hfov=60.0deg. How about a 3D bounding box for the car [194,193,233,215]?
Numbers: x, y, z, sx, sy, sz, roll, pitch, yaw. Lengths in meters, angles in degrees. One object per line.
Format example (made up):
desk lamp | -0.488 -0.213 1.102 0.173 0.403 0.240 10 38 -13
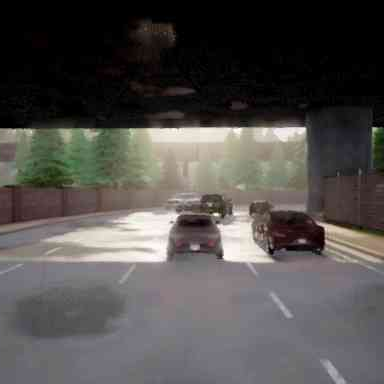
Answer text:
car | 2.224 1.165 29.513 2.150 2.045 5.566 0 0 16

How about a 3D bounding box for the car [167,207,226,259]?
car | 0.111 1.502 12.427 1.812 1.442 4.674 0 0 1

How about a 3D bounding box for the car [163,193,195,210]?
car | -1.192 1.143 40.330 2.150 2.045 5.566 0 0 31

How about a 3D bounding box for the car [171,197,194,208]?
car | -0.087 1.535 34.485 1.895 1.301 4.718 0 0 21

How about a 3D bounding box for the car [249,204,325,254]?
car | 3.634 1.452 13.324 1.882 1.535 5.008 0 0 1

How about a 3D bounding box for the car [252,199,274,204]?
car | 6.732 1.417 31.761 1.882 1.535 5.008 0 0 20
